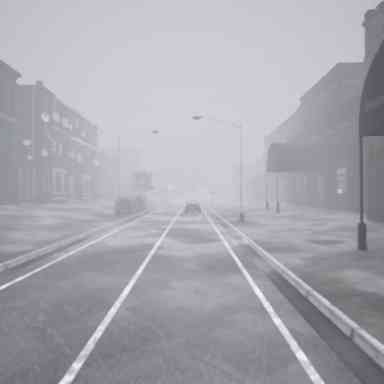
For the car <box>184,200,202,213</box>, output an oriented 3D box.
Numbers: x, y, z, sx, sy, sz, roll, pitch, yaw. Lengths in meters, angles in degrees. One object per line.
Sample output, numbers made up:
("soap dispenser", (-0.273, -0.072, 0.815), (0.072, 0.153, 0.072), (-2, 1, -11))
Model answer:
("car", (0.086, 1.689, 39.783), (1.812, 1.442, 4.674), (0, 0, 0))
